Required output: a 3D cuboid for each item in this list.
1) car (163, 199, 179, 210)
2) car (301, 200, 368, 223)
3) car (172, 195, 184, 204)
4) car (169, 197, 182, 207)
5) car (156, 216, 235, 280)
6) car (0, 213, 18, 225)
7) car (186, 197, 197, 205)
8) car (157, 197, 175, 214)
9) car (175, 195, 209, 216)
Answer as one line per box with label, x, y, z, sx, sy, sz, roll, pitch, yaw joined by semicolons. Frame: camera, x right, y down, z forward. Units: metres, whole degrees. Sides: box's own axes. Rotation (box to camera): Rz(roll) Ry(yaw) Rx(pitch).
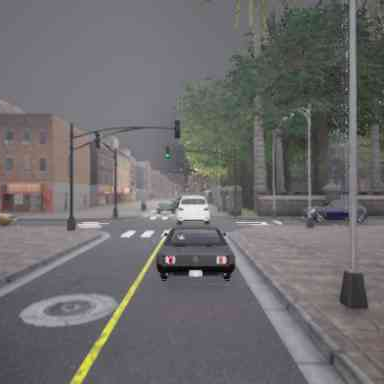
car;-2.849;1.736;46.658;1.895;1.301;4.718;0;0;0
car;10.721;1.388;25.340;4.553;1.767;2.097;0;0;-1
car;-2.760;1.552;66.907;2.097;1.767;4.553;0;0;0
car;-2.814;1.643;56.771;1.882;1.535;5.008;0;0;1
car;0.095;1.626;10.017;1.895;1.301;4.718;0;0;0
car;-14.444;1.613;22.584;4.829;1.417;1.752;0;0;0
car;-0.010;1.694;67.351;2.128;1.511;4.902;0;0;0
car;-2.853;1.632;37.482;1.812;1.442;4.674;0;0;0
car;0.099;1.289;24.370;2.150;2.045;5.566;0;0;0
